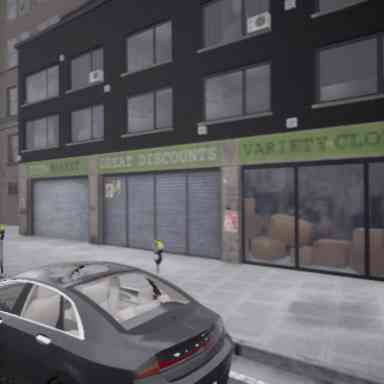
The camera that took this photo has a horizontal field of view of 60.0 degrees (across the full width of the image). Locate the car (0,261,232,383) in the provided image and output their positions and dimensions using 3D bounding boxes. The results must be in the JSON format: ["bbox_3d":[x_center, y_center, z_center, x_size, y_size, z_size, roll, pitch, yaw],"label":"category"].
[{"bbox_3d":[-1.630,1.583,4.245,4.403,1.369,2.008,-1,0,36],"label":"car"}]
